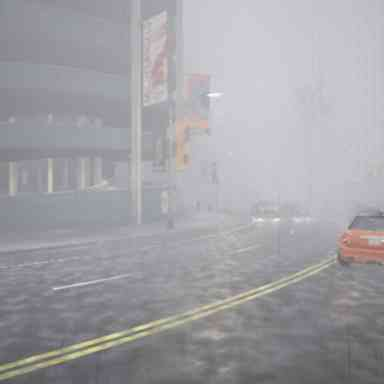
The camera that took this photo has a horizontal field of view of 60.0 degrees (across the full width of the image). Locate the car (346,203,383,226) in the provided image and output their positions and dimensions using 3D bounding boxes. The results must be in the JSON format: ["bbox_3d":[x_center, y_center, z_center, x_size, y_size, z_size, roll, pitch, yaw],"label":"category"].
[{"bbox_3d":[13.587,1.696,26.100,1.837,1.490,4.892,0,0,14],"label":"car"}]

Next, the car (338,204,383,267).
[{"bbox_3d":[6.423,1.432,10.975,2.097,1.767,4.553,-1,-1,38],"label":"car"}]

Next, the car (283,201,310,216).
[{"bbox_3d":[11.047,1.775,35.824,2.128,1.511,4.902,0,0,-1],"label":"car"}]

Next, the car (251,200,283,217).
[{"bbox_3d":[7.548,1.635,34.521,2.097,1.767,4.553,0,-1,0],"label":"car"}]

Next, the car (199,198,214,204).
[{"bbox_3d":[3.394,2.183,80.588,2.231,1.521,4.892,0,-1,-29],"label":"car"}]
